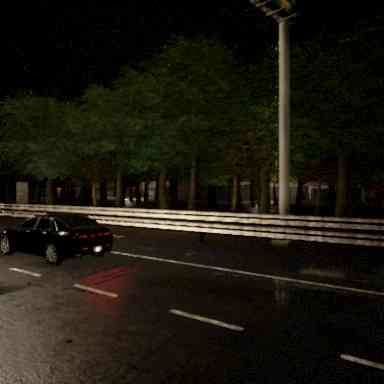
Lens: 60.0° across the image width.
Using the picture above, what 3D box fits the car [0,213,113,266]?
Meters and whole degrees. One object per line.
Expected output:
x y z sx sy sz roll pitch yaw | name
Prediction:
-4.868 1.507 11.638 4.892 1.490 1.837 0 0 35 | car
